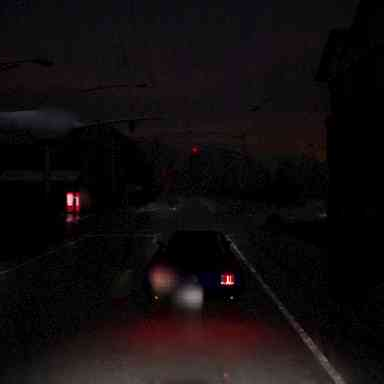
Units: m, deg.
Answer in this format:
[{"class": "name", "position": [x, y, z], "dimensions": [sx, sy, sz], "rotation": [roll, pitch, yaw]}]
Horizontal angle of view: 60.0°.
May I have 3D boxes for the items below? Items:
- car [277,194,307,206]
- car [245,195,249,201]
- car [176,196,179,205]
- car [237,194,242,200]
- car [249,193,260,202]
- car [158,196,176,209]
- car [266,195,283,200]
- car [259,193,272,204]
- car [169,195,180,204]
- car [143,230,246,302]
[{"class": "car", "position": [14.486, 1.248, 48.200], "dimensions": [3.806, 1.475, 1.970], "rotation": [0, 0, 0]}, {"class": "car", "position": [13.747, 1.113, 70.317], "dimensions": [4.605, 1.855, 1.932], "rotation": [0, 0, 0]}, {"class": "car", "position": [-3.588, 1.505, 56.122], "dimensions": [1.837, 1.490, 4.892], "rotation": [0, 0, 0]}, {"class": "car", "position": [13.881, 1.389, 88.901], "dimensions": [3.633, 1.501, 1.845], "rotation": [0, 0, 0]}, {"class": "car", "position": [14.160, 1.092, 67.411], "dimensions": [3.866, 1.878, 1.905], "rotation": [0, 0, 0]}, {"class": "car", "position": [-3.596, 1.505, 46.505], "dimensions": [1.837, 1.490, 4.892], "rotation": [0, 0, 0]}, {"class": "car", "position": [21.302, 1.399, 85.922], "dimensions": [3.806, 1.475, 1.970], "rotation": [0, 0, 0]}, {"class": "car", "position": [14.162, 1.169, 54.617], "dimensions": [5.027, 1.636, 2.152], "rotation": [0, 0, 0]}, {"class": "car", "position": [-3.536, 1.478, 66.548], "dimensions": [1.882, 1.535, 5.008], "rotation": [0, 0, 0]}, {"class": "car", "position": [0.057, 1.601, 8.225], "dimensions": [1.895, 1.301, 4.718], "rotation": [0, 0, 1]}]
